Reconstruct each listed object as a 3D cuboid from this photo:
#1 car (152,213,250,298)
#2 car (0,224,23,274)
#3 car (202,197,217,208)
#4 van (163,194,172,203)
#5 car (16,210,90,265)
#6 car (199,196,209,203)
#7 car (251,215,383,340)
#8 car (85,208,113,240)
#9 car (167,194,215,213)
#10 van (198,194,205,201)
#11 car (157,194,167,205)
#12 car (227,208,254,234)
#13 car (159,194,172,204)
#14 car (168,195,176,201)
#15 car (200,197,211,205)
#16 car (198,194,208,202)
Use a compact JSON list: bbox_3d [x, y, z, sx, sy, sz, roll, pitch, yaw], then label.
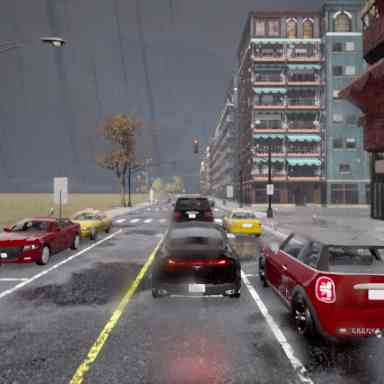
[{"bbox_3d":[0.093,1.506,8.491,1.837,1.490,4.892,0,0,0],"label":"car"},{"bbox_3d":[-5.311,1.551,6.116,2.008,1.369,4.403,1,0,0],"label":"car"},{"bbox_3d":[2.539,1.559,50.135,2.008,1.369,4.403,1,0,0],"label":"car"},{"bbox_3d":[-5.355,1.354,72.284,1.690,1.788,3.998,1,0,0],"label":"van"},{"bbox_3d":[-5.314,1.546,11.653,1.887,1.381,4.507,1,0,0],"label":"car"},{"bbox_3d":[2.523,1.579,72.780,1.947,1.339,4.313,1,0,0],"label":"car"},{"bbox_3d":[2.571,1.441,6.532,1.967,1.590,4.097,1,0,0],"label":"car"},{"bbox_3d":[-5.318,1.527,17.019,1.752,1.417,4.829,1,0,0],"label":"car"},{"bbox_3d":[0.068,1.224,18.345,2.150,2.045,5.566,0,0,1],"label":"car"},{"bbox_3d":[2.513,1.358,89.763,1.690,1.788,3.998,1,0,0],"label":"van"},{"bbox_3d":[-5.348,1.450,60.975,1.967,1.590,4.097,1,0,0],"label":"car"},{"bbox_3d":[2.562,1.528,17.791,1.752,1.417,4.829,1,0,0],"label":"car"},{"bbox_3d":[-5.350,1.326,66.630,2.192,1.841,5.009,1,0,0],"label":"car"},{"bbox_3d":[-5.369,1.599,89.246,1.802,1.307,4.206,1,0,0],"label":"car"},{"bbox_3d":[2.530,1.592,61.458,1.802,1.307,4.206,1,0,0],"label":"car"},{"bbox_3d":[2.522,1.329,78.441,2.192,1.841,5.009,1,0,0],"label":"car"}]
